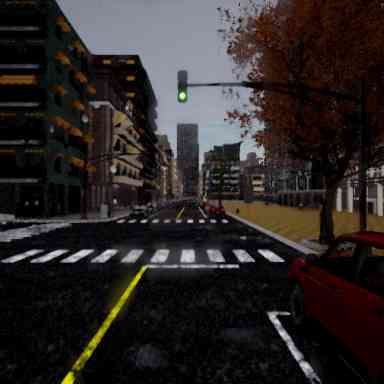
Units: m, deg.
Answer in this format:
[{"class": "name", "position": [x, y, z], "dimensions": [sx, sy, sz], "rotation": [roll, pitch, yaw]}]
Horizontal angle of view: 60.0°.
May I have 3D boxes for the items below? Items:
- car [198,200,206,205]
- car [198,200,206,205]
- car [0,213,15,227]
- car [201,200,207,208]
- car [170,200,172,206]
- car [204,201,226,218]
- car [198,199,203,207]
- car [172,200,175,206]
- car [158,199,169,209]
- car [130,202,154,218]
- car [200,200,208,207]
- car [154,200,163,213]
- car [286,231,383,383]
[{"class": "car", "position": [2.664, 2.812, 91.687], "dimensions": [2.008, 1.369, 4.403], "rotation": [0, -1, 0]}, {"class": "car", "position": [2.665, 2.725, 86.155], "dimensions": [1.887, 1.381, 4.507], "rotation": [0, -1, 0]}, {"class": "car", "position": [-14.506, 1.708, 22.063], "dimensions": [4.718, 1.301, 1.895], "rotation": [1, -1, 5]}, {"class": "car", "position": [2.677, 2.159, 47.600], "dimensions": [1.752, 1.417, 4.829], "rotation": [0, -1, 0]}, {"class": "car", "position": [-5.710, 2.525, 69.555], "dimensions": [1.802, 1.307, 4.206], "rotation": [0, -1, 0]}, {"class": "car", "position": [2.681, 2.024, 36.366], "dimensions": [1.887, 1.381, 4.507], "rotation": [0, -1, 0]}, {"class": "car", "position": [2.672, 2.446, 64.025], "dimensions": [1.802, 1.307, 4.206], "rotation": [0, -1, 0]}, {"class": "car", "position": [-5.713, 2.541, 80.622], "dimensions": [1.967, 1.590, 4.097], "rotation": [0, -1, 0]}, {"class": "car", "position": [-5.706, 2.227, 58.494], "dimensions": [1.967, 1.590, 4.097], "rotation": [0, -1, 0]}, {"class": "car", "position": [-5.699, 2.030, 36.363], "dimensions": [2.008, 1.369, 4.403], "rotation": [0, -1, 0]}, {"class": "car", "position": [2.669, 2.548, 75.261], "dimensions": [1.752, 1.417, 4.829], "rotation": [0, -1, 0]}, {"class": "car", "position": [-5.703, 2.183, 47.428], "dimensions": [2.008, 1.369, 4.403], "rotation": [0, -1, 0]}, {"class": "car", "position": [2.692, 1.368, 3.983], "dimensions": [2.192, 1.841, 5.009], "rotation": [0, -1, 0]}]
